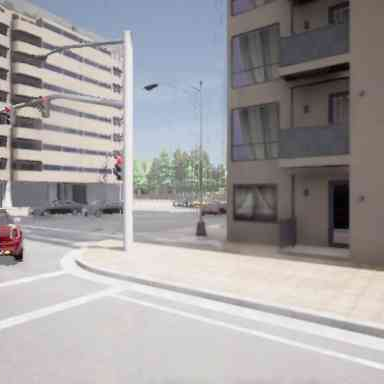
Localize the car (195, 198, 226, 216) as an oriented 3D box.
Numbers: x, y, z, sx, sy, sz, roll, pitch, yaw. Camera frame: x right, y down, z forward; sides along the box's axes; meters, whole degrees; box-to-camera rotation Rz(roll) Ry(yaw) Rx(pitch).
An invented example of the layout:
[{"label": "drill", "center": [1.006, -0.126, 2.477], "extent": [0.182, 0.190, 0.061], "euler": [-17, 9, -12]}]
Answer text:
[{"label": "car", "center": [2.488, 1.556, 32.414], "extent": [1.994, 1.385, 4.181], "euler": [0, 0, 35]}]

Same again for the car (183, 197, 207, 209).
[{"label": "car", "center": [1.426, 1.467, 43.386], "extent": [1.882, 1.535, 5.008], "euler": [0, 0, 35]}]

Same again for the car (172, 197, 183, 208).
[{"label": "car", "center": [-0.778, 1.480, 46.330], "extent": [2.128, 1.511, 4.902], "euler": [0, 0, 35]}]

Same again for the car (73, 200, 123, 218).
[{"label": "car", "center": [-7.796, 1.481, 30.252], "extent": [2.128, 1.511, 4.902], "euler": [0, 0, 35]}]

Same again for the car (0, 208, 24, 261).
[{"label": "car", "center": [-7.235, 1.346, 11.785], "extent": [2.097, 1.767, 4.553], "euler": [0, 0, -30]}]

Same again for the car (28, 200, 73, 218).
[{"label": "car", "center": [-12.240, 1.477, 30.003], "extent": [2.128, 1.511, 4.902], "euler": [0, 0, 35]}]
